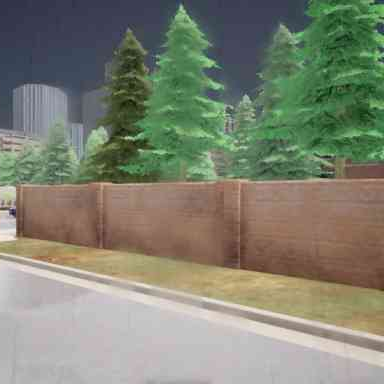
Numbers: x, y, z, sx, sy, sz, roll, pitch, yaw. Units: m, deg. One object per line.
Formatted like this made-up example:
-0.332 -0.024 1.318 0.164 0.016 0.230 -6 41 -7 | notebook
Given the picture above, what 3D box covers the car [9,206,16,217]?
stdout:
-14.016 1.478 30.448 1.882 1.535 5.008 0 0 35 | car
